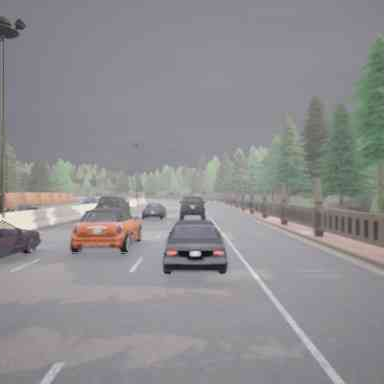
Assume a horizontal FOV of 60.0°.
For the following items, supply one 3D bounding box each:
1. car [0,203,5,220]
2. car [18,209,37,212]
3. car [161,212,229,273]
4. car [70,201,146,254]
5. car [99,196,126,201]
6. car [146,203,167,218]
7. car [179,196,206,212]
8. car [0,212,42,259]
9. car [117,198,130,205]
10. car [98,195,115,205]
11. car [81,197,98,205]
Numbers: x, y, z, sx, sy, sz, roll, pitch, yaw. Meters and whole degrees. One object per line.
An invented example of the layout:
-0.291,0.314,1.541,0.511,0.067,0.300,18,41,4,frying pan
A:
-17.637,1.710,27.413,1.812,1.442,4.674,0,0,0,car
-14.137,1.743,27.560,1.994,1.385,4.181,0,0,0,car
0.082,1.609,10.839,2.033,1.411,5.357,0,0,0,car
-3.423,1.438,14.115,2.097,1.767,4.553,0,0,0,car
-6.946,1.403,29.870,2.150,2.045,5.566,0,0,0,car
-3.448,1.747,31.128,1.994,1.385,4.181,0,0,0,car
0.054,1.391,29.848,2.150,2.045,5.566,0,0,0,car
-6.918,1.621,10.847,2.033,1.411,5.357,0,0,0,car
-14.119,1.892,68.994,1.812,1.442,4.674,0,0,0,car
-17.617,1.606,68.827,2.150,2.045,5.566,0,0,0,car
-21.115,1.896,68.716,1.837,1.490,4.892,0,0,0,car
